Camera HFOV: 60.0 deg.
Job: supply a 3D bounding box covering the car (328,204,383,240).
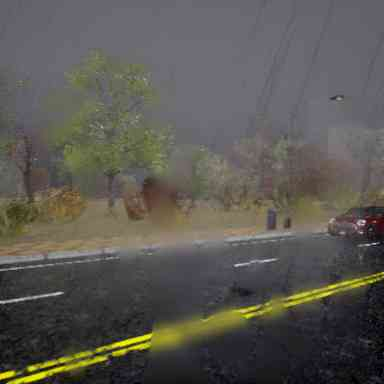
[{"bbox_3d":[9.636,1.575,18.543,4.553,1.767,2.097,1,-1,-35],"label":"car"}]
